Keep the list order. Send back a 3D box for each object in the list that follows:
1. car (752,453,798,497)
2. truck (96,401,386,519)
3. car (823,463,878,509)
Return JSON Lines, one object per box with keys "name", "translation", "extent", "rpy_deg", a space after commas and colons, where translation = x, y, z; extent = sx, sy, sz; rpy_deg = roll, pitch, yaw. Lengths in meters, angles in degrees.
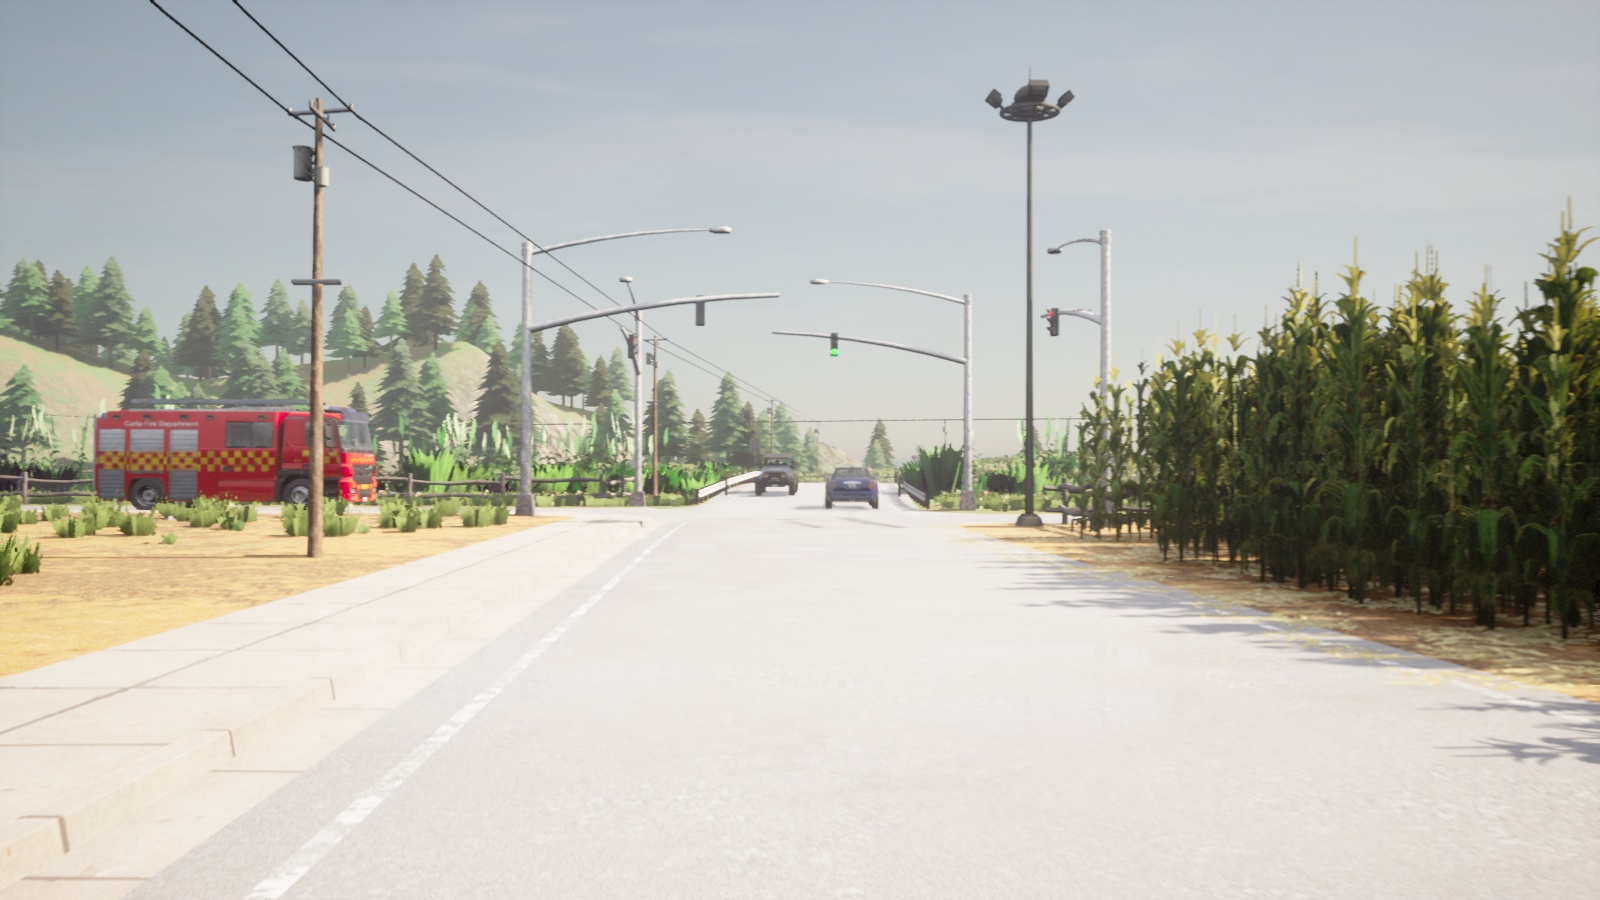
{"name": "car", "translation": [-1.160, 1.156, 60.106], "extent": [1.905, 1.878, 3.866], "rpy_deg": [0, 2, 3]}
{"name": "truck", "translation": [-18.684, 0.343, 42.344], "extent": [8.468, 3.827, 2.891], "rpy_deg": [0, -1, 0]}
{"name": "car", "translation": [1.999, 1.411, 50.772], "extent": [2.097, 1.767, 4.553], "rpy_deg": [0, 0, 1]}
